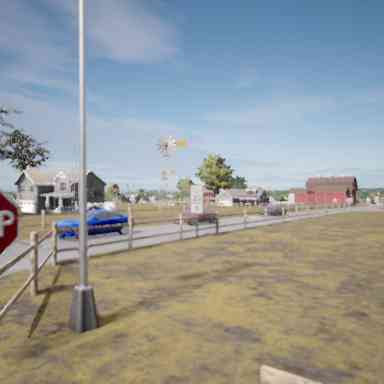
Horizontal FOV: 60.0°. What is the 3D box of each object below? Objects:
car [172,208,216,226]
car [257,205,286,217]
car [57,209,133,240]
[{"bbox_3d":[0.251,1.987,27.635,1.812,1.442,4.674,0,-1,36],"label":"car"},{"bbox_3d":[9.956,2.267,41.118,2.033,1.411,5.357,0,-1,36],"label":"car"},{"bbox_3d":[-5.651,1.807,19.348,1.882,1.535,5.008,0,-1,34],"label":"car"}]
